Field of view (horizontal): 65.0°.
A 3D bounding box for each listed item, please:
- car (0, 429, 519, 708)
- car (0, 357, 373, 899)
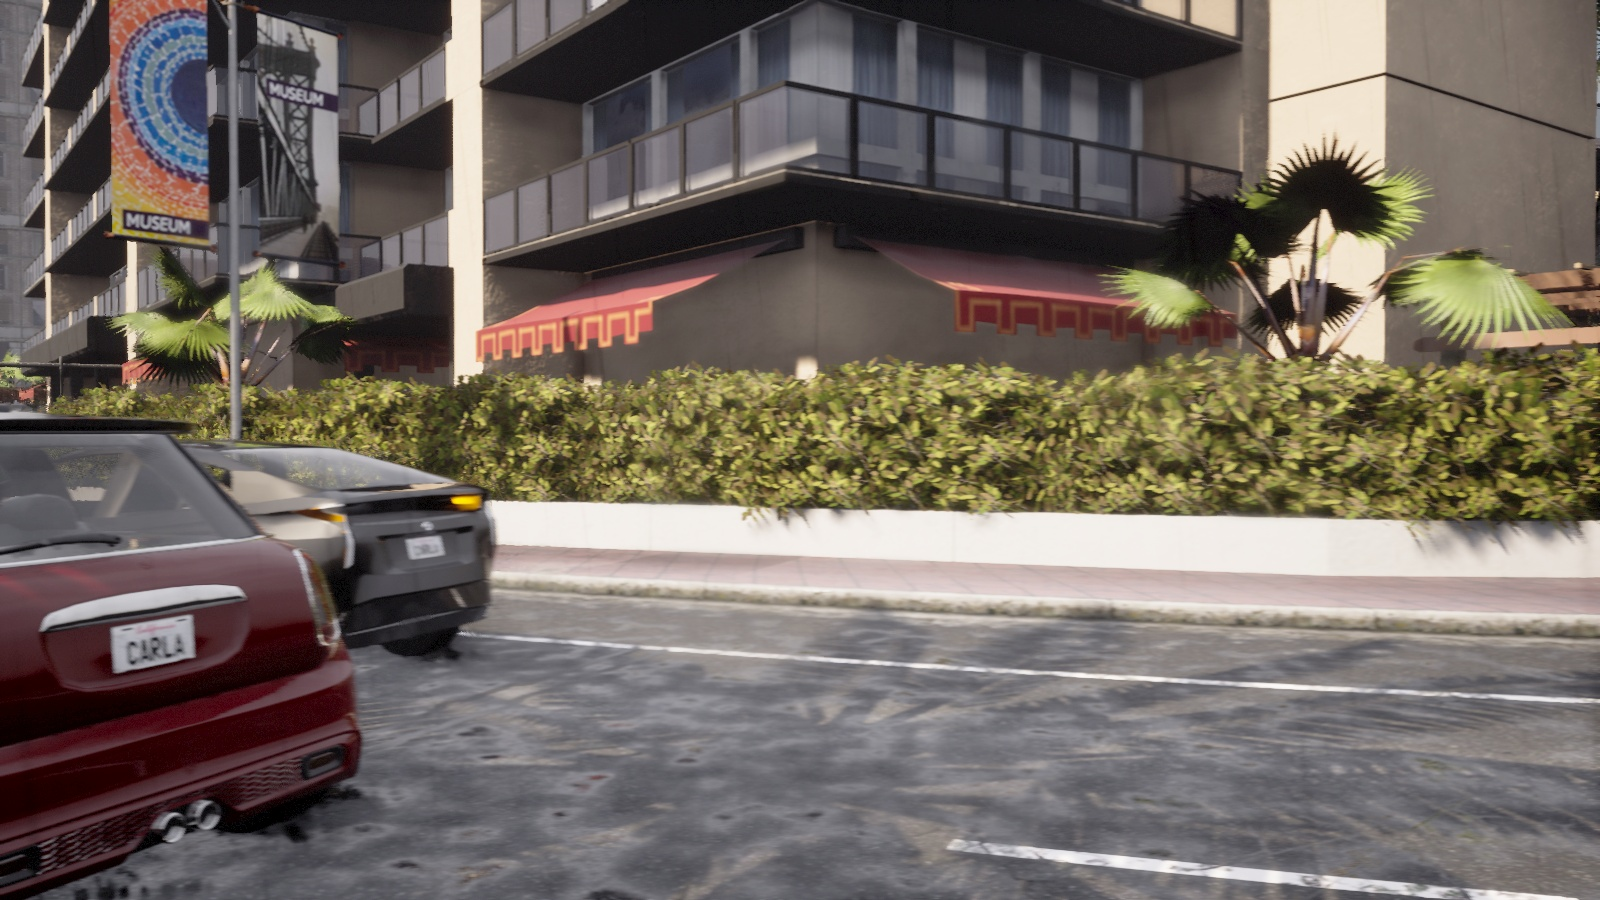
[{"bbox_3d":[-4.426,0.624,8.706,4.514,1.525,2.007,1,1,23],"label":"car"},{"bbox_3d":[-4.178,0.596,4.791,4.553,1.767,2.097,1,1,22],"label":"car"}]
